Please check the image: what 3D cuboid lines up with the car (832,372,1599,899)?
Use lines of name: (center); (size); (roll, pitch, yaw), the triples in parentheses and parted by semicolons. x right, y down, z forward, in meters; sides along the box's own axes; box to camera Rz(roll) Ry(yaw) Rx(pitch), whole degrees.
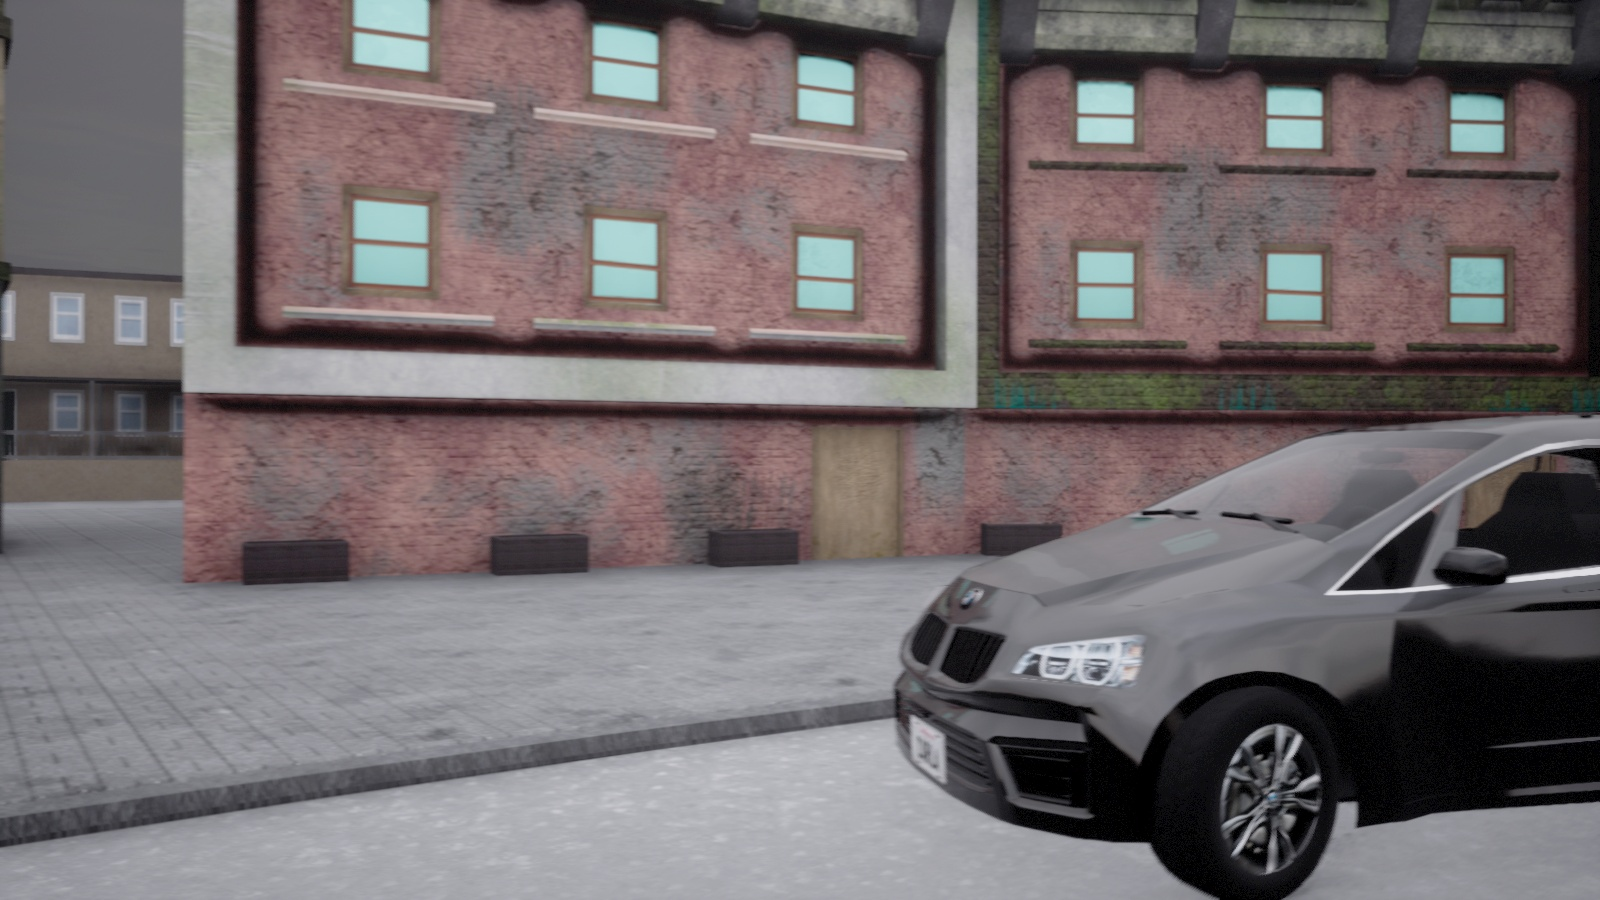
car: (2.660, 0.598, 5.463); (4.611, 1.667, 2.242); (0, 0, -13)
